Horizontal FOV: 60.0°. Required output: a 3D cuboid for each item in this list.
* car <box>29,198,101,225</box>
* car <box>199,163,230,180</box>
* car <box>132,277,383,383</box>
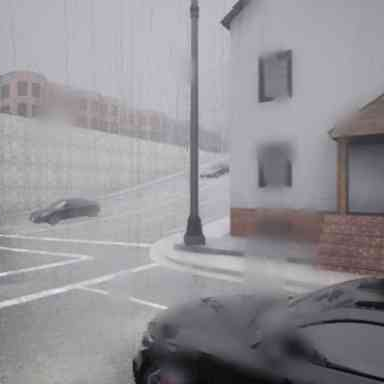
[{"bbox_3d":[-8.108,1.149,21.576,1.812,1.442,4.674,0,5,35],"label":"car"},{"bbox_3d":[2.854,-2.446,37.157,2.033,1.411,5.357,0,14,35],"label":"car"},{"bbox_3d":[1.559,1.525,2.858,4.674,1.442,1.812,0,0,36],"label":"car"}]
